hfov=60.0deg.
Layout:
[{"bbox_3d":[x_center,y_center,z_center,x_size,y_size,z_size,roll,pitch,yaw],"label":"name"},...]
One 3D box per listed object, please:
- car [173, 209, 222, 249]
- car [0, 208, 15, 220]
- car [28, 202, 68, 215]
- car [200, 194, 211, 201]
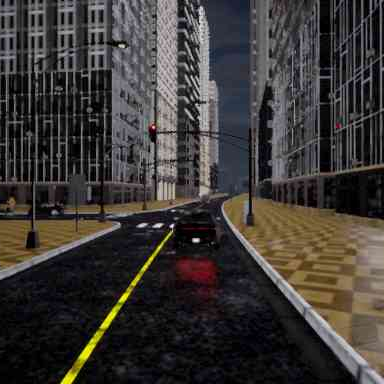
[{"bbox_3d":[0.224,1.513,14.572,1.837,1.490,4.892,0,0,2],"label":"car"},{"bbox_3d":[-17.531,1.805,28.668,4.403,1.369,2.008,-1,0,11],"label":"car"},{"bbox_3d":[-15.992,1.842,36.906,4.403,1.369,2.008,-1,1,11],"label":"car"},{"bbox_3d":[3.132,1.232,77.808,2.097,1.767,4.553,0,0,9],"label":"car"}]
